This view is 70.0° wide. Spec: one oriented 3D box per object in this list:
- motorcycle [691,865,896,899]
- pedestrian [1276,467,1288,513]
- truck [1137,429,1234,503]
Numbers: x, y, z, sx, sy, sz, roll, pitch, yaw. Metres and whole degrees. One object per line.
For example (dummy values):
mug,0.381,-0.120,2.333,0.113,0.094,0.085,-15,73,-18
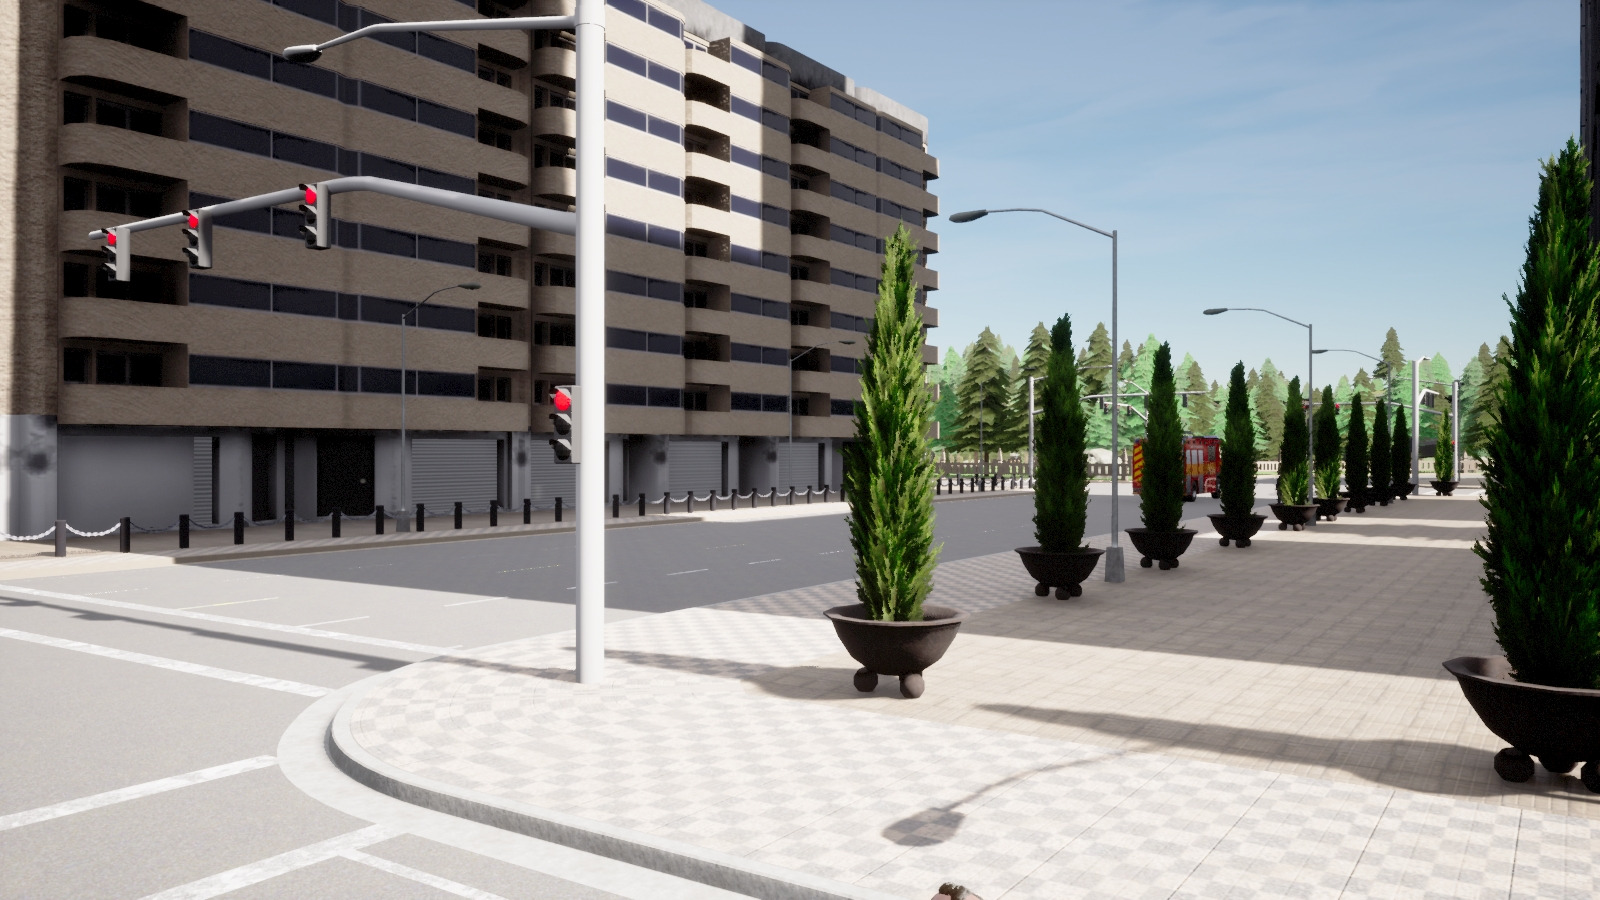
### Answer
motorcycle,0.516,2.205,3.364,2.209,1.251,0.867,0,0,34
pedestrian,19.616,1.639,46.515,0.375,1.860,0.375,0,0,39
truck,21.438,0.835,63.219,2.891,3.827,8.468,0,0,34
